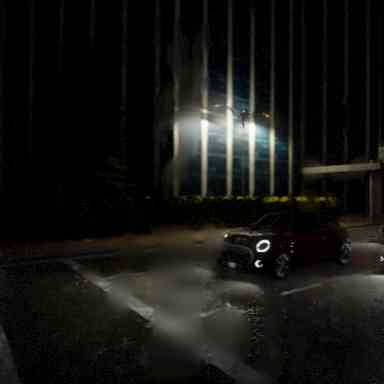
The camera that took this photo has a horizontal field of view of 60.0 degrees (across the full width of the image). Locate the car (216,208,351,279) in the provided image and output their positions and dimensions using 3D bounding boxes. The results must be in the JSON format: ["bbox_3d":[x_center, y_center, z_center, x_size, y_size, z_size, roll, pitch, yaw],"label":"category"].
[{"bbox_3d":[2.922,1.415,10.367,4.553,1.767,2.097,1,0,-35],"label":"car"}]

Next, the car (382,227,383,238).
[{"bbox_3d":[11.195,1.646,16.251,4.892,1.490,1.837,1,0,-35],"label":"car"}]
